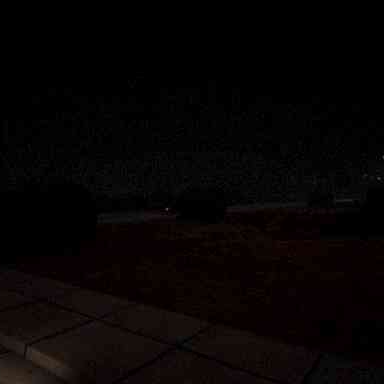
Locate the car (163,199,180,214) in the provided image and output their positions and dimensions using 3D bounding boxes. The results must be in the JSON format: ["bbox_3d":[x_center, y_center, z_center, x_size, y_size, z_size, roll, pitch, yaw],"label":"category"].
[{"bbox_3d":[-1.043,1.468,35.434,1.837,1.490,4.892,0,0,38],"label":"car"}]
